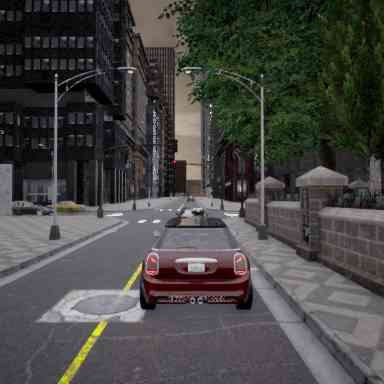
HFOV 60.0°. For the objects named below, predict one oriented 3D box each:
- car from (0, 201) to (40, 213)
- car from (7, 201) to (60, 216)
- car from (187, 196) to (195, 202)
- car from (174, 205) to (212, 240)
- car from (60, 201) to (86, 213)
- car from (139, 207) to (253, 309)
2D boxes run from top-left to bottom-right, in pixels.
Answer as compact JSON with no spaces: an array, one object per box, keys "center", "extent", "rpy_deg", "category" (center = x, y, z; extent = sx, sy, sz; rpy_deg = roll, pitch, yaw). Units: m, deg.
[{"center":[-20.246,1.708,38.580],"extent":[4.403,1.369,2.008],"rpy_deg":[0,-1,0],"category":"car"},{"center":[-14.741,1.517,30.046],"extent":[4.403,1.369,2.008],"rpy_deg":[0,-1,0],"category":"car"},{"center":[-0.281,1.726,81.310],"extent":[1.812,1.442,4.674],"rpy_deg":[0,0,0],"category":"car"},{"center":[0.035,1.541,18.138],"extent":[1.812,1.442,4.674],"rpy_deg":[0,0,0],"category":"car"},{"center":[-14.903,1.675,38.570],"extent":[4.829,1.417,1.752],"rpy_deg":[0,-1,0],"category":"car"},{"center":[0.071,1.357,8.012],"extent":[2.097,1.767,4.553],"rpy_deg":[0,0,0],"category":"car"}]
